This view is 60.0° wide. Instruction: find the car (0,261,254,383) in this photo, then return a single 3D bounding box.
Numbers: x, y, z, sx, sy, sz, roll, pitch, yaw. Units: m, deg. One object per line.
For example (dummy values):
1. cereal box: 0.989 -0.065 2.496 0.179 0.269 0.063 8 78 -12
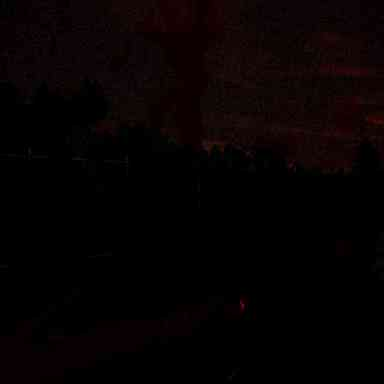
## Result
1. car: -1.302 1.564 3.678 4.181 1.385 1.994 0 0 -35
